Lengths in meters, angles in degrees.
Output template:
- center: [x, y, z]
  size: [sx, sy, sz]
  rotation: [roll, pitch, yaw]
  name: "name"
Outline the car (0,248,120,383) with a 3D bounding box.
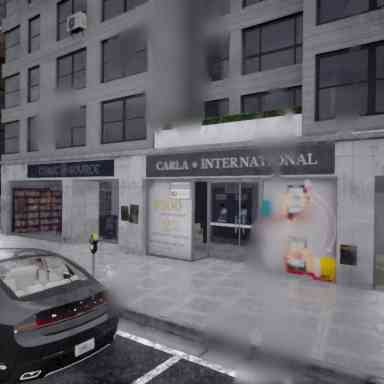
- center: [-3.011, 1.550, 5.095]
  size: [4.403, 1.369, 2.008]
  rotation: [0, 1, 35]
  name: "car"
